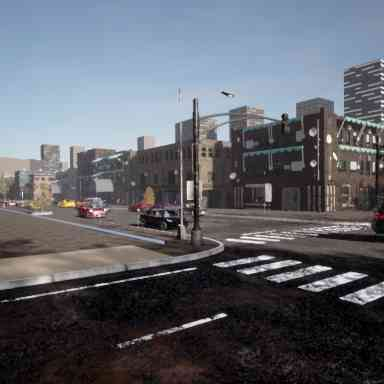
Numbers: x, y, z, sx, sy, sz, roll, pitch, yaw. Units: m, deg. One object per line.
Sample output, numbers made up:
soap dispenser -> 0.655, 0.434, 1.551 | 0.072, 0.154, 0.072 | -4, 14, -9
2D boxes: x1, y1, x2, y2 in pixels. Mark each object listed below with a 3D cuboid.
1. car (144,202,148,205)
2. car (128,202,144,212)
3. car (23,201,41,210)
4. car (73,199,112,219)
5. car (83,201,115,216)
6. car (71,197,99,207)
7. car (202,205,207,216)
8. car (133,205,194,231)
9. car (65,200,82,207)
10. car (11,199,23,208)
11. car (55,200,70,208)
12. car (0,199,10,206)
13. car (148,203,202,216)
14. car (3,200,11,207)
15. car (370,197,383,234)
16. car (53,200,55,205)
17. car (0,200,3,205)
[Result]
car -> -3.546, 1.903, 39.173 | 1.802, 1.307, 4.206 | -2, 0, -37
car -> -6.862, 1.966, 43.604 | 1.802, 1.307, 4.206 | -2, 0, -37
car -> -26.737, 2.232, 56.169 | 1.752, 1.417, 4.829 | -1, 0, -37
car -> -10.257, 1.846, 34.149 | 1.967, 1.590, 4.097 | -2, 0, -37
car -> -11.176, 1.928, 39.733 | 2.128, 1.511, 4.902 | -1, 0, -37
car -> -16.953, 1.908, 52.775 | 2.097, 1.767, 4.553 | -1, 0, -37
car -> -0.230, 1.809, 34.742 | 2.008, 1.369, 4.403 | -2, 0, -37
car -> -2.036, 1.814, 22.968 | 1.947, 1.339, 4.313 | -2, 0, -37
car -> -23.448, 2.227, 65.760 | 1.887, 1.381, 4.507 | -1, 0, -37
car -> -33.473, 2.375, 65.169 | 2.008, 1.369, 4.403 | -1, 0, -37
car -> -22.969, 2.141, 60.813 | 1.882, 1.535, 5.008 | -1, 0, -37
car -> -46.740, 2.597, 82.893 | 1.887, 1.381, 4.507 | -1, 0, -37
car -> -1.481, 1.816, 26.767 | 1.994, 1.385, 4.181 | -1, 0, -37
car -> -40.109, 2.379, 74.030 | 1.967, 1.590, 4.097 | -1, 0, -37
car -> 10.842, 1.212, 14.359 | 5.566, 2.045, 2.150 | 0, 1, 26
car -> -30.081, 2.363, 74.623 | 1.947, 1.339, 4.313 | -1, 0, -37
car -> -43.423, 2.546, 78.462 | 2.008, 1.369, 4.403 | -1, 0, -37
